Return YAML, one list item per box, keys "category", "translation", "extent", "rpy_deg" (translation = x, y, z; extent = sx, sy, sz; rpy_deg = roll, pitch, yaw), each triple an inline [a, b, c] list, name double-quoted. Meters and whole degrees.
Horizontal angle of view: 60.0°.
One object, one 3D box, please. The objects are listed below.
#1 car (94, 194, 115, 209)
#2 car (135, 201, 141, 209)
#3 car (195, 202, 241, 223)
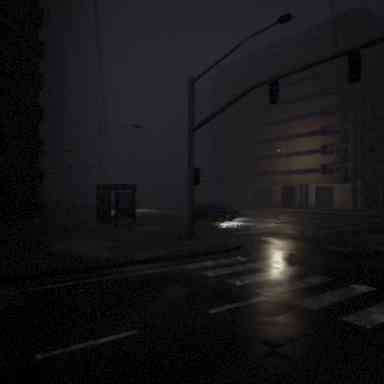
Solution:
- category: "car"
  translation: [-11.505, 1.340, 45.258]
  extent: [2.150, 2.045, 5.566]
  rpy_deg: [0, 0, -36]
- category: "car"
  translation: [-9.090, 1.626, 47.890]
  extent: [2.128, 1.511, 4.902]
  rpy_deg: [0, 0, -36]
- category: "car"
  translation: [1.623, 1.681, 27.235]
  extent: [1.994, 1.385, 4.181]
  rpy_deg: [0, 0, -36]
